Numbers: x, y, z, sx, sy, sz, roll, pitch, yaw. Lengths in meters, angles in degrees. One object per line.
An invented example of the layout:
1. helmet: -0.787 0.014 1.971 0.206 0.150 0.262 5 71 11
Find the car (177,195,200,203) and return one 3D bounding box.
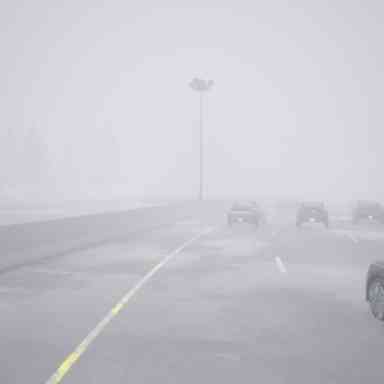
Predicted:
1. car: 0.155 1.165 46.122 1.994 1.385 4.181 1 1 28

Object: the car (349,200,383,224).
1. car: 12.377 1.331 23.520 1.837 1.490 4.892 0 0 23

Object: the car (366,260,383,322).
1. car: 3.965 1.467 4.150 2.128 1.511 4.902 0 1 4

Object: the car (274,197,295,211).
1. car: 10.212 1.267 35.336 2.033 1.411 5.357 1 1 29

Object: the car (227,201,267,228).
1. car: 3.514 1.309 20.696 2.128 1.511 4.902 0 0 20

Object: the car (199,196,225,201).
1. car: 3.222 1.252 44.436 1.895 1.301 4.718 1 1 28

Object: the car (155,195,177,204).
1. car: -2.926 1.136 47.781 1.994 1.385 4.181 1 1 28

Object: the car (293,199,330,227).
1. car: 7.801 1.330 21.541 1.837 1.490 4.892 0 0 20

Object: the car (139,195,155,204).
1. car: -6.008 1.107 49.440 1.994 1.385 4.181 1 1 28
